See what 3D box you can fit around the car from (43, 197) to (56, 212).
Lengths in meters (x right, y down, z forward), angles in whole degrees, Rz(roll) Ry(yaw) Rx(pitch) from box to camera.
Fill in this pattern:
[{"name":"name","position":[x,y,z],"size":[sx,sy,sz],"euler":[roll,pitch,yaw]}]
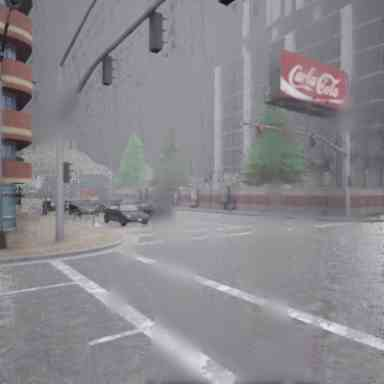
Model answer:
[{"name":"car","position":[-15.886,1.360,38.926],"size":[2.097,1.767,4.553],"euler":[0,0,-36]}]

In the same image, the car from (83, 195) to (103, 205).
[{"name":"car","position":[-17.892,1.370,59.946],"size":[2.097,1.767,4.553],"euler":[0,0,-36]}]

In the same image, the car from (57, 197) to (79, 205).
[{"name":"car","position":[-22.515,1.562,60.227],"size":[2.033,1.411,5.357],"euler":[0,0,-42]}]

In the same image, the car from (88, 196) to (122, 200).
[{"name":"car","position":[-9.366,1.503,35.860],"size":[2.128,1.511,4.902],"euler":[0,0,-36]}]

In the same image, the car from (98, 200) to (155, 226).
[{"name":"car","position":[-4.736,1.534,23.485],"size":[1.812,1.442,4.674],"euler":[0,0,-36]}]

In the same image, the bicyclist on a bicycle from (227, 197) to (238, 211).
[{"name":"bicyclist on a bicycle","position":[4.545,1.323,37.059],"size":[1.656,1.620,0.582],"euler":[0,0,-36]}]

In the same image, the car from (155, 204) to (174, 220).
[{"name":"car","position":[-3.438,1.613,27.643],"size":[1.895,1.301,4.718],"euler":[0,0,-36]}]

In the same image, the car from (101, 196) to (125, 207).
[{"name":"car","position":[-12.484,1.496,52.478],"size":[1.882,1.535,5.008],"euler":[0,0,-36]}]

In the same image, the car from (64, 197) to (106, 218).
[{"name":"car","position":[-10.163,1.500,30.981],"size":[2.128,1.511,4.902],"euler":[0,0,-36]}]
